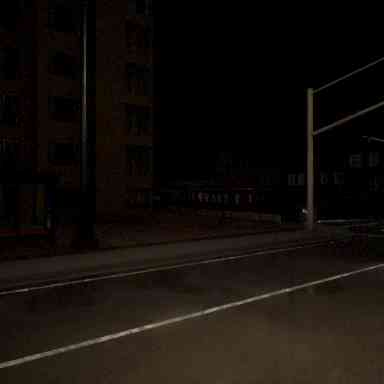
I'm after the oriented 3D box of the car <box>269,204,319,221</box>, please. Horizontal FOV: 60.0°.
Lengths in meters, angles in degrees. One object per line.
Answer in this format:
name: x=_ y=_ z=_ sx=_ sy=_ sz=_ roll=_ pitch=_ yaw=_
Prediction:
car: x=9.442 y=1.866 z=31.165 sx=2.097 sy=1.767 sz=4.553 roll=0 pitch=-5 yaw=-36
